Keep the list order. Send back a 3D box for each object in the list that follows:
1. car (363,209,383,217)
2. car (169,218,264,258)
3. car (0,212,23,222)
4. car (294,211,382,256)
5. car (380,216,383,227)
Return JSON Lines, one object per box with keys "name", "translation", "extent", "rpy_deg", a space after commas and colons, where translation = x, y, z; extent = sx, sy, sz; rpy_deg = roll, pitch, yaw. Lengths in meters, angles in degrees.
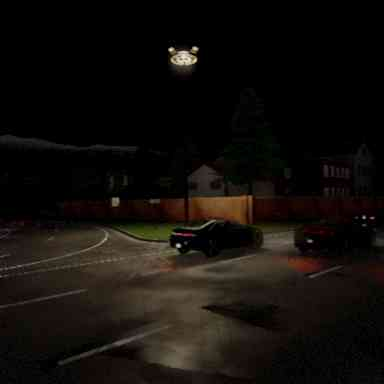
{"name": "car", "translation": [15.476, 2.100, 28.104], "extent": [5.357, 1.411, 2.033], "rpy_deg": [1, -2, -43]}
{"name": "car", "translation": [1.239, 1.899, 14.711], "extent": [4.902, 1.511, 2.128], "rpy_deg": [1, -2, -43]}
{"name": "car", "translation": [-24.710, 3.283, 44.703], "extent": [4.718, 1.301, 1.895], "rpy_deg": [-2, -2, 37]}
{"name": "car", "translation": [6.445, 1.802, 14.807], "extent": [5.008, 1.535, 1.882], "rpy_deg": [1, -2, -43]}
{"name": "car", "translation": [9.041, 1.692, 12.447], "extent": [5.008, 1.535, 1.882], "rpy_deg": [1, -2, -43]}
